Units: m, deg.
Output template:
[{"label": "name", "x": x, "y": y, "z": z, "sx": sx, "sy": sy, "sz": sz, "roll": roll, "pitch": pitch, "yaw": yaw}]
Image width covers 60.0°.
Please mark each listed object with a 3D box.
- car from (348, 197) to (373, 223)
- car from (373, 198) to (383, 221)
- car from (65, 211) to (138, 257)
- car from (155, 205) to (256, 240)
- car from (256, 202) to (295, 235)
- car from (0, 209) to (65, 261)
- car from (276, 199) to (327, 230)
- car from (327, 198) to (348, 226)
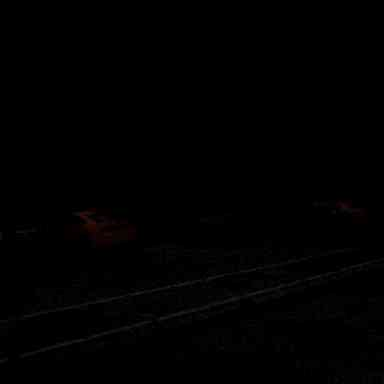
[{"label": "car", "x": 9.647, "y": 1.349, "z": 23.820, "sx": 5.366, "sy": 1.575, "sz": 1.946, "roll": -1, "pitch": 0, "yaw": 32}, {"label": "car", "x": 12.155, "y": 1.201, "z": 25.540, "sx": 4.553, "sy": 1.767, "sz": 2.185, "roll": -1, "pitch": 0, "yaw": 32}, {"label": "car", "x": -4.370, "y": 1.480, "z": 13.004, "sx": 5.008, "sy": 1.535, "sz": 2.097, "roll": -1, "pitch": 0, "yaw": 34}, {"label": "car", "x": 0.365, "y": 1.467, "z": 16.543, "sx": 4.792, "sy": 1.488, "sz": 2.163, "roll": -1, "pitch": 0, "yaw": 33}, {"label": "car", "x": 2.795, "y": 1.443, "z": 18.293, "sx": 4.792, "sy": 1.488, "sz": 2.163, "roll": -1, "pitch": -1, "yaw": 33}, {"label": "car", "x": -6.753, "y": 1.376, "z": 11.253, "sx": 4.553, "sy": 1.767, "sz": 2.185, "roll": -1, "pitch": 0, "yaw": 34}, {"label": "car", "x": 5.127, "y": 1.392, "z": 20.092, "sx": 5.008, "sy": 1.535, "sz": 2.097, "roll": -1, "pitch": 0, "yaw": 33}, {"label": "car", "x": 7.444, "y": 1.246, "z": 21.925, "sx": 4.553, "sy": 1.767, "sz": 2.185, "roll": -1, "pitch": -1, "yaw": 33}]
